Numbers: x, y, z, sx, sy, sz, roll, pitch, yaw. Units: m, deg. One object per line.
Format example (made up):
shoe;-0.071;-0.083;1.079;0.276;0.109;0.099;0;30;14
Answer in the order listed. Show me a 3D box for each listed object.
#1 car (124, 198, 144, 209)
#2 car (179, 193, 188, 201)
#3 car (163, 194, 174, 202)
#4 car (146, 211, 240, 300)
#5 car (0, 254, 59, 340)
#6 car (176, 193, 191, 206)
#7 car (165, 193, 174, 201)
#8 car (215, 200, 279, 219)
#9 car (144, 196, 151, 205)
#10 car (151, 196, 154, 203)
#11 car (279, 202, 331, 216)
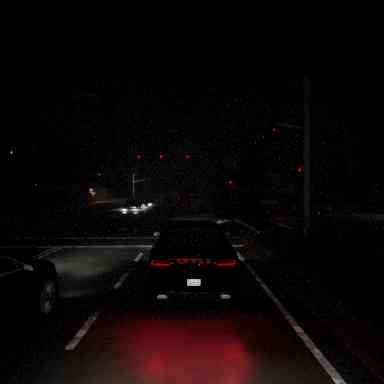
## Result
car;-8.285;1.526;46.500;1.812;1.442;4.674;0;0;-1
car;-2.200;1.225;85.058;2.150;2.045;5.566;0;0;-1
car;-5.430;1.533;74.624;2.033;1.411;5.357;0;0;-1
car;0.000;1.478;8.461;1.882;1.535;5.008;0;0;-1
car;-3.468;1.492;4.469;2.128;1.511;4.902;0;0;0
car;-1.337;1.221;53.369;2.150;2.045;5.566;0;0;-1
car;-5.705;1.270;85.229;2.097;1.767;4.553;0;0;-1
car;4.417;1.477;28.369;5.008;1.535;1.882;0;0;-7
car;-8.540;1.601;56.381;1.895;1.301;4.718;0;0;-1
car;-8.752;1.491;66.807;2.128;1.511;4.902;0;0;-1
car;10.859;1.601;32.434;4.718;1.301;1.895;0;0;-2
